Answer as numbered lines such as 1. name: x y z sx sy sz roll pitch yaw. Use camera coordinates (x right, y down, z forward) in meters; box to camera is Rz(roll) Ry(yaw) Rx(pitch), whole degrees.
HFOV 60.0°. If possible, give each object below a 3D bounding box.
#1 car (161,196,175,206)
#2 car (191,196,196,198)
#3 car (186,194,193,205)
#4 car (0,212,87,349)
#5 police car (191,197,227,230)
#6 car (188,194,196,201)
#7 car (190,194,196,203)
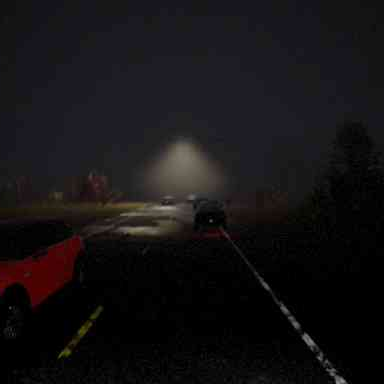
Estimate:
1. car: -3.572 1.300 50.115 2.128 1.511 4.902 0 0 0
2. car: 1.051 1.403 30.773 1.837 1.490 4.892 0 0 0
3. car: 0.004 1.272 55.143 2.128 1.511 4.902 0 0 0
4. car: -3.600 1.335 6.182 2.097 1.767 4.553 0 0 0
5. police car: 1.051 1.361 20.882 1.930 1.638 5.238 0 0 0
6. car: -0.004 1.177 71.612 1.812 1.442 4.674 0 0 0
7. car: 1.052 1.349 36.775 1.882 1.535 5.008 0 0 0
